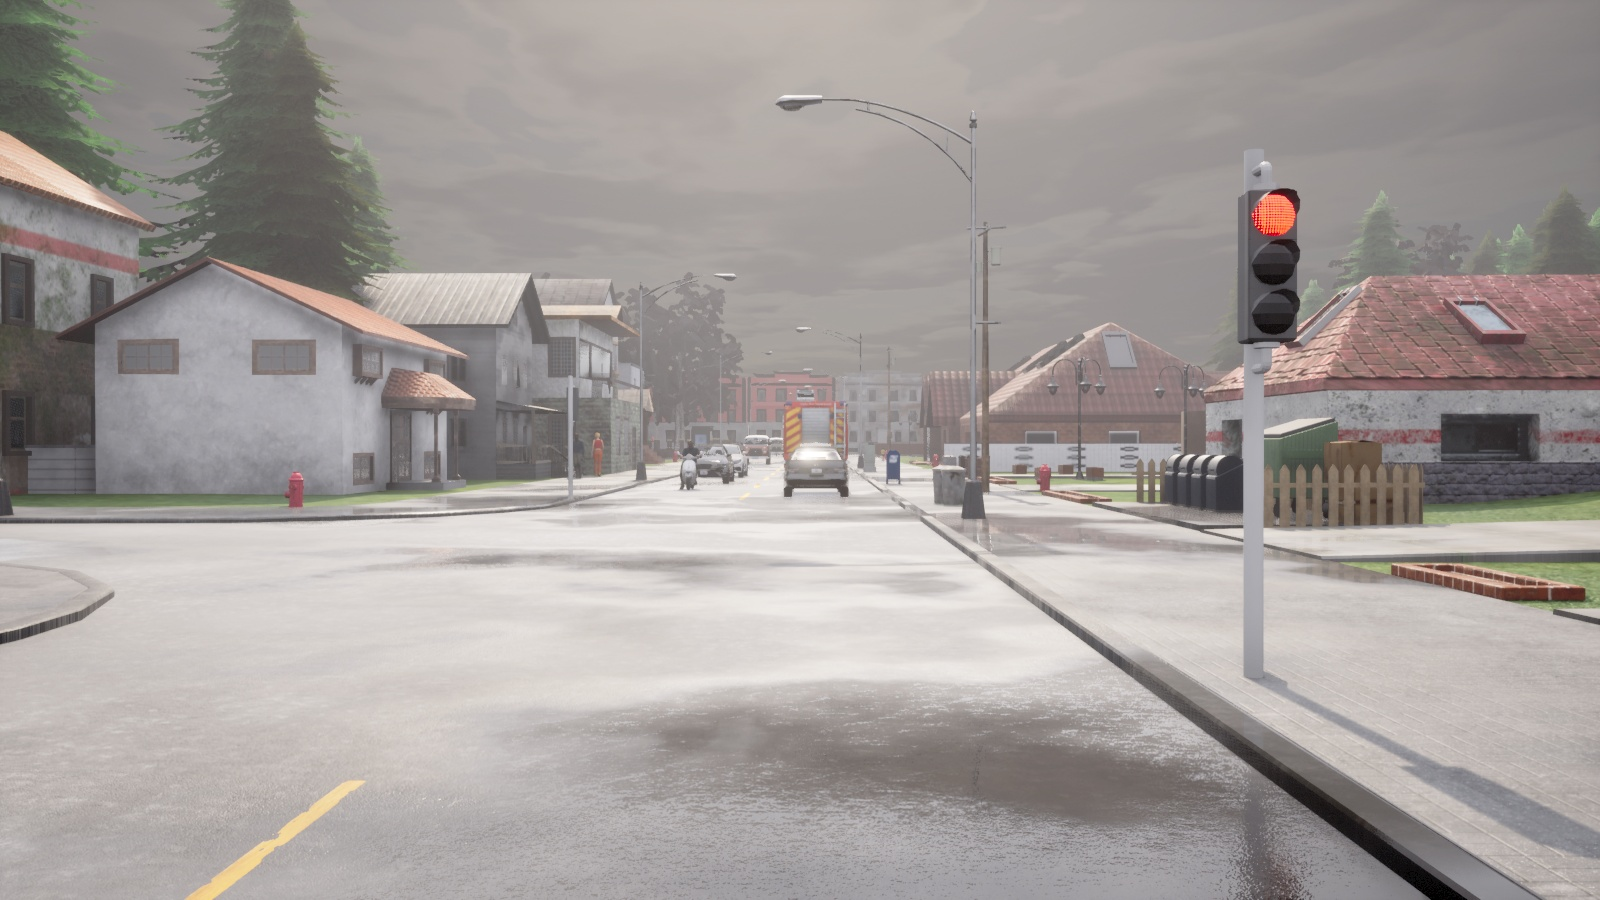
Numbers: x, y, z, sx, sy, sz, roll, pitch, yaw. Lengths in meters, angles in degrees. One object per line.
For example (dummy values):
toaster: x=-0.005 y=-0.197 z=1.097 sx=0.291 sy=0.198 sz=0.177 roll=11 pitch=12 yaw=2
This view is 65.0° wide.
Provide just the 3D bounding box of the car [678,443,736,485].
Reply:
car: x=-3.419 y=0.492 z=46.936 sx=1.816 sy=1.474 sz=4.193 roll=0 pitch=0 yaw=1

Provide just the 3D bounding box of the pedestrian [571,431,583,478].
pedestrian: x=-8.696 y=0.172 z=49.017 sx=0.370 sy=1.835 sz=0.726 roll=0 pitch=0 yaw=-2

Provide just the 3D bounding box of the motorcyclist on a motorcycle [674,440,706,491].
motorcyclist on a motorcycle: x=-3.507 y=0.470 z=40.226 sx=0.866 sy=1.590 sz=1.817 roll=0 pitch=0 yaw=1

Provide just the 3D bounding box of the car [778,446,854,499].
car: x=0.458 y=0.589 z=36.325 sx=2.033 sy=1.411 sz=5.357 roll=0 pitch=0 yaw=0

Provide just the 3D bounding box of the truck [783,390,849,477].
truck: x=0.732 y=-0.752 z=59.198 sx=2.891 sy=3.827 sz=8.468 roll=0 pitch=0 yaw=1

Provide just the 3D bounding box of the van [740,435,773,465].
van: x=-2.945 y=-0.017 z=85.867 sx=2.069 sy=2.038 sz=4.480 roll=0 pitch=0 yaw=1

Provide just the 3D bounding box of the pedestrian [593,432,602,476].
pedestrian: x=-8.427 y=0.154 z=52.264 sx=0.345 sy=1.836 sz=0.594 roll=0 pitch=0 yaw=-11

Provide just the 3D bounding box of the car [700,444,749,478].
car: x=-3.314 y=0.455 z=55.688 sx=1.812 sy=1.442 sz=4.674 roll=0 pitch=0 yaw=1
